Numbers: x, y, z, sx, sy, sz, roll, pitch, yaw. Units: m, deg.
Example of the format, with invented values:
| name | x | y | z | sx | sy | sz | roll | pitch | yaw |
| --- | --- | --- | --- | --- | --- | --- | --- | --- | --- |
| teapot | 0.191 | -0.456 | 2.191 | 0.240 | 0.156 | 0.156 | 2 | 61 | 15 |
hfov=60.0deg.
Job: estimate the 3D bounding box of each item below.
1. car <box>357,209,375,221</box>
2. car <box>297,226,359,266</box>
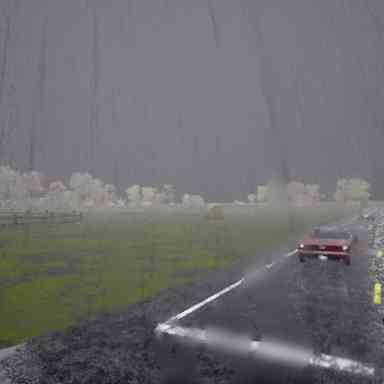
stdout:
| name | x | y | z | sx | sy | sz | roll | pitch | yaw |
| --- | --- | --- | --- | --- | --- | --- | --- | --- | --- |
| car | 23.183 | 2.971 | 44.139 | 2.128 | 1.511 | 4.902 | -2 | -3 | 30 |
| car | 5.730 | 2.096 | 13.737 | 1.895 | 1.301 | 4.718 | -2 | -3 | 30 |
